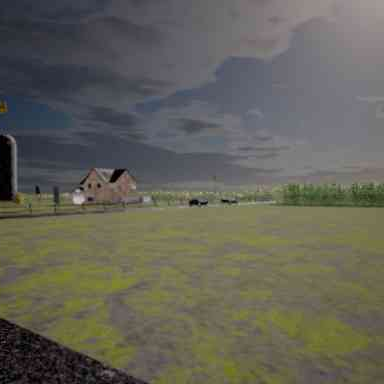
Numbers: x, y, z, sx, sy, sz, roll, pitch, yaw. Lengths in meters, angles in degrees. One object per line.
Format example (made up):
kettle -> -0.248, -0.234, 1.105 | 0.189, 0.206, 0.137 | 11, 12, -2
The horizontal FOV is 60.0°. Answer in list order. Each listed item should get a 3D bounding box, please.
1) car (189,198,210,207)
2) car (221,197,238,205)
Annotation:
car -> 1.349, 1.800, 58.283 | 1.837, 1.490, 4.892 | -1, -1, 36
car -> 7.580, 1.815, 67.099 | 2.128, 1.511, 4.902 | -1, -1, 35
